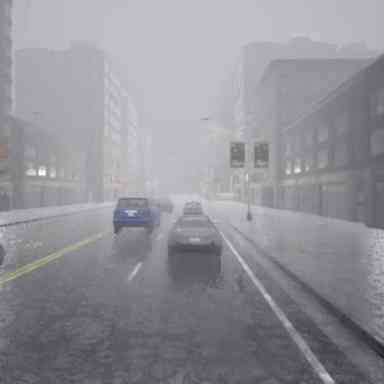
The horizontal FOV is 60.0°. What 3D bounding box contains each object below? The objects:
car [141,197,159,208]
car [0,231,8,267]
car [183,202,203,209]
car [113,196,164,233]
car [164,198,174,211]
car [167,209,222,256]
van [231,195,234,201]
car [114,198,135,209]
[{"bbox_3d":[-6.562,1.588,52.275,2.128,1.511,4.902,0,0,0],"label":"car"},{"bbox_3d":[-6.613,1.541,8.529,1.812,1.442,4.674,0,0,0],"label":"car"},{"bbox_3d":[0.101,1.603,31.389,2.033,1.411,5.357,0,0,0],"label":"car"},{"bbox_3d":[-3.149,1.257,19.839,2.150,2.045,5.566,0,0,0],"label":"car"},{"bbox_3d":[-3.149,1.418,37.202,2.097,1.767,4.553,0,0,0],"label":"car"},{"bbox_3d":[0.101,1.587,13.248,1.994,1.385,4.181,0,0,0],"label":"car"},{"bbox_3d":[12.169,1.575,87.787,3.998,1.788,1.690,0,0,1],"label":"van"},{"bbox_3d":[-9.827,1.637,49.022,2.033,1.411,5.357,0,0,0],"label":"car"}]
